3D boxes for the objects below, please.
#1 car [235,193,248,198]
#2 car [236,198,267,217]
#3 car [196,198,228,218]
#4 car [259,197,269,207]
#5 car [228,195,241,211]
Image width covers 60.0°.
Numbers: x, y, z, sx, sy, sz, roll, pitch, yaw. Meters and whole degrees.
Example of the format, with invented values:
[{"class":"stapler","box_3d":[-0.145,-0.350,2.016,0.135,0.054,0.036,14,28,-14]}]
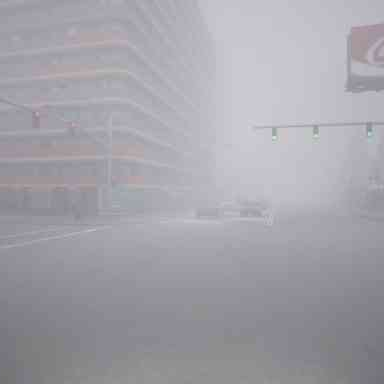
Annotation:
[{"class":"car","box_3d":[7.880,1.221,53.668,2.150,2.045,5.566,0,0,15]},{"class":"car","box_3d":[5.754,1.547,31.823,2.033,1.411,5.357,0,0,15]},{"class":"car","box_3d":[1.694,1.478,30.151,1.882,1.535,5.008,0,0,15]},{"class":"car","box_3d":[8.370,1.526,41.771,1.812,1.442,4.674,0,0,15]},{"class":"car","box_3d":[4.323,1.478,40.150,1.882,1.535,5.008,0,0,15]}]
